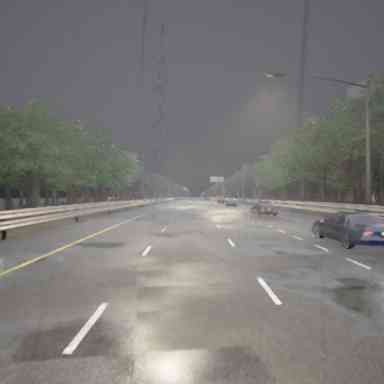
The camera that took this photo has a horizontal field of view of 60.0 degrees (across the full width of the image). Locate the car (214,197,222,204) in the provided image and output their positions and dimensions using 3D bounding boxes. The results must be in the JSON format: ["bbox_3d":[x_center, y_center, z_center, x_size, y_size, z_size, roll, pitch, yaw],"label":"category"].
[{"bbox_3d":[7.398,2.161,85.378,2.097,1.767,4.553,0,-1,1],"label":"car"}]

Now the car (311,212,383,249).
[{"bbox_3d":[7.012,1.576,14.557,2.033,1.411,5.357,0,0,0],"label":"car"}]

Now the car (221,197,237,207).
[{"bbox_3d":[7.212,2.043,62.399,2.033,1.411,5.357,0,-1,0],"label":"car"}]

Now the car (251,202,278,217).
[{"bbox_3d":[7.058,1.692,32.809,2.033,1.411,5.357,0,-1,0],"label":"car"}]
